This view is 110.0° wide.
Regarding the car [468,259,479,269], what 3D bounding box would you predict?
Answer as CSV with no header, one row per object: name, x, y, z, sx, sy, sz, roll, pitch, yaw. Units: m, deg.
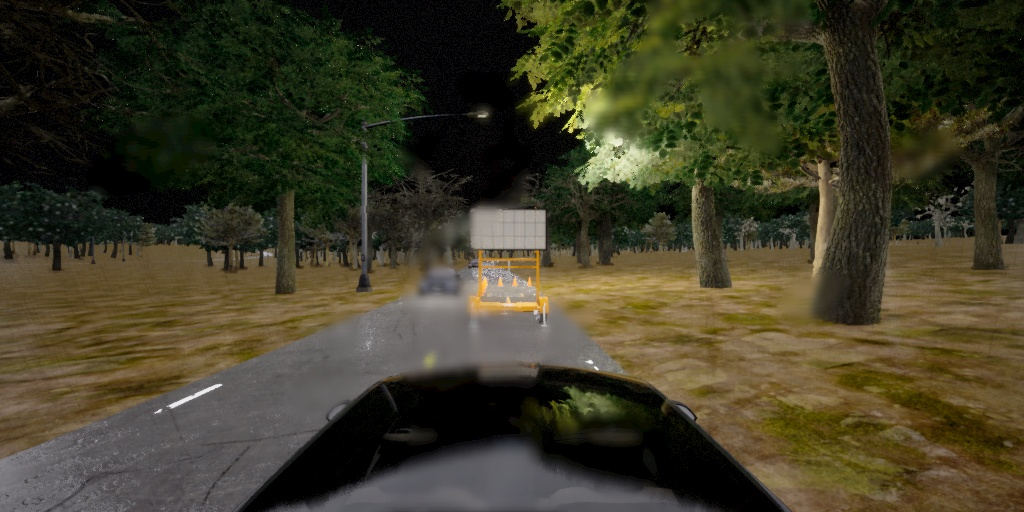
car,-6.497,1.510,61.243,1.994,1.385,4.181,0,0,-5

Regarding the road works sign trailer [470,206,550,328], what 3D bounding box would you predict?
road works sign trailer,-0.098,0.225,11.455,2.380,3.560,2.880,0,0,-2

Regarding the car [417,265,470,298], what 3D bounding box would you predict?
car,-3.466,1.334,18.320,1.994,1.385,4.181,0,0,-2
